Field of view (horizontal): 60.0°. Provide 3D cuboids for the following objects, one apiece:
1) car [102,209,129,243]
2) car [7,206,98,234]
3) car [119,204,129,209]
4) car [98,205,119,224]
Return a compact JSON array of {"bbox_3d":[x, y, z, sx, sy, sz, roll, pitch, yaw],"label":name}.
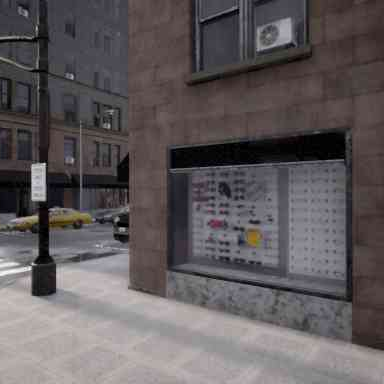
[{"bbox_3d":[-1.622,1.560,15.182,1.947,1.339,4.313,0,0,35],"label":"car"},{"bbox_3d":[-8.250,1.554,19.711,1.752,1.417,4.829,0,0,35],"label":"car"},{"bbox_3d":[-2.422,1.514,23.512,2.128,1.511,4.902,0,0,35],"label":"car"},{"bbox_3d":[-5.008,1.583,24.256,2.008,1.369,4.403,0,0,35],"label":"car"}]
